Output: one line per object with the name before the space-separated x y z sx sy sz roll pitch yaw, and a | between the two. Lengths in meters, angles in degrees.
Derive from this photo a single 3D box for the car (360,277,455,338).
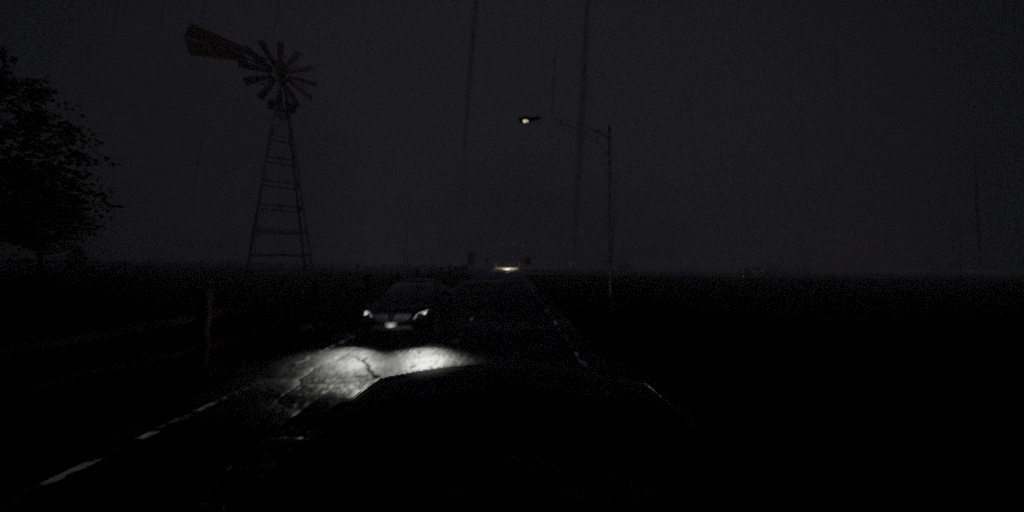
car | -2.853 1.394 10.768 1.812 1.442 4.674 0 -1 0
